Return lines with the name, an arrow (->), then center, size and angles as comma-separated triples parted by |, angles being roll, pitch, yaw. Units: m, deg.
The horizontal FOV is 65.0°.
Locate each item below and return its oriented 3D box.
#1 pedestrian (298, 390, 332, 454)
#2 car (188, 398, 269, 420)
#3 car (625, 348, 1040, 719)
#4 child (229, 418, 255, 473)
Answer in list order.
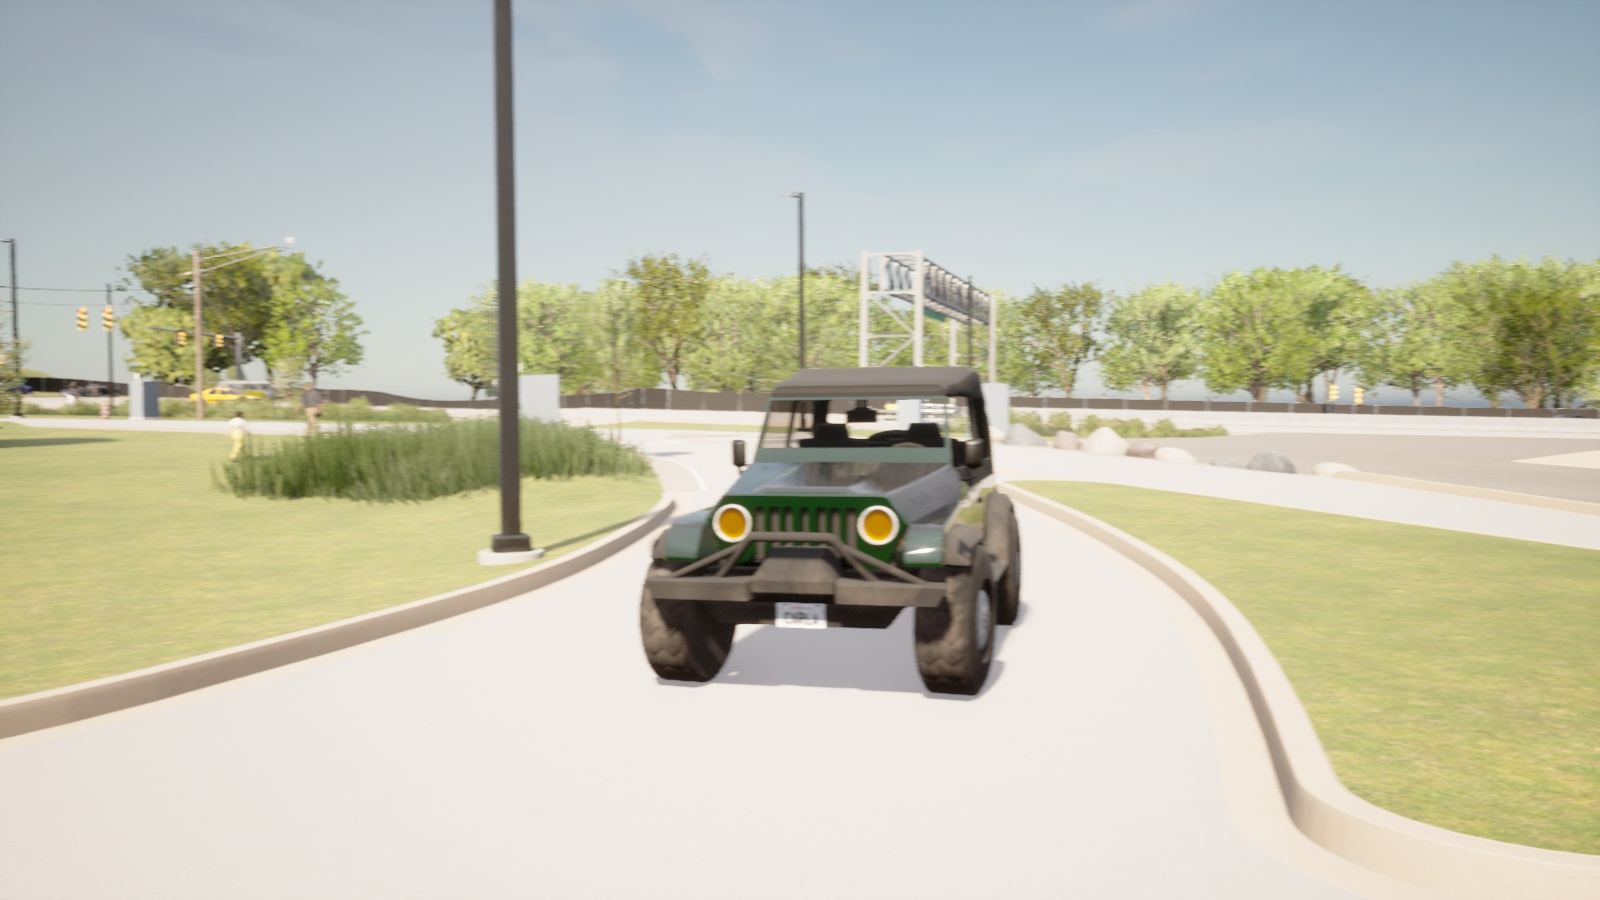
pedestrian -> -14.193, -0.823, 36.760 | 0.694, 1.848, 0.540 | 0, 2, 30
car -> -40.673, -2.915, 89.416 | 5.366, 1.575, 1.801 | 0, 3, 16
car -> 0.494, 0.353, 8.432 | 1.905, 1.878, 3.866 | -1, 2, 15
child -> -13.125, -0.107, 29.539 | 0.270, 1.263, 0.437 | -1, 2, 24
